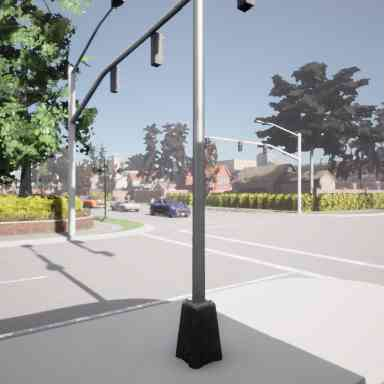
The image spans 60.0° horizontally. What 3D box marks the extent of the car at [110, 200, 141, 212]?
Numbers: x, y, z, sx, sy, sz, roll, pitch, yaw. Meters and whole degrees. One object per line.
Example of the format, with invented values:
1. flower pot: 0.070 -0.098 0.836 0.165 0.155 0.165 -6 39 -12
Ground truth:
1. car: -7.820 1.601 38.724 1.895 1.301 4.718 0 0 -36

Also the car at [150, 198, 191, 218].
1. car: -2.077 1.352 30.787 2.097 1.767 4.553 0 0 -36

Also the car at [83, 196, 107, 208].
1. car: -13.709 1.352 46.865 2.097 1.767 4.553 0 0 -36
